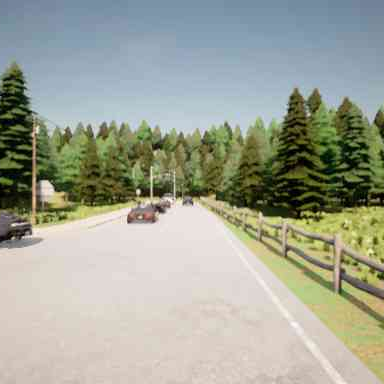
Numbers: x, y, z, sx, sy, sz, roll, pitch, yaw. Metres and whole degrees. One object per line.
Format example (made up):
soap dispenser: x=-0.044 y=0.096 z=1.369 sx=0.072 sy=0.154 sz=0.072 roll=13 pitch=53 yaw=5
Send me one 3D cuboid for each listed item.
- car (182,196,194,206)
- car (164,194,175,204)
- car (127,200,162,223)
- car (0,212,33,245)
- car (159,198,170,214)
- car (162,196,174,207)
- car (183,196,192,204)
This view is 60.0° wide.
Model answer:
car: x=-0.683 y=1.580 z=56.570 sx=1.812 sy=1.442 sz=4.674 roll=0 pitch=0 yaw=-2
car: x=-4.315 y=1.333 z=61.170 sx=2.150 sy=2.045 sz=5.566 roll=0 pitch=0 yaw=-2
car: x=-3.631 y=1.585 z=25.228 sx=1.994 sy=1.385 sz=4.181 roll=0 pitch=0 yaw=0
car: x=-9.357 y=1.535 z=14.039 sx=4.902 sy=1.511 sz=2.128 roll=0 pitch=0 yaw=1
car: x=-3.697 y=1.630 z=35.220 sx=1.895 sy=1.301 sz=4.718 roll=0 pitch=0 yaw=-1
car: x=-3.945 y=1.609 z=45.609 sx=1.994 sy=1.385 sz=4.181 roll=0 pitch=0 yaw=-2
car: x=-0.975 y=1.567 z=66.868 sx=1.837 sy=1.490 sz=4.892 roll=0 pitch=0 yaw=-2
